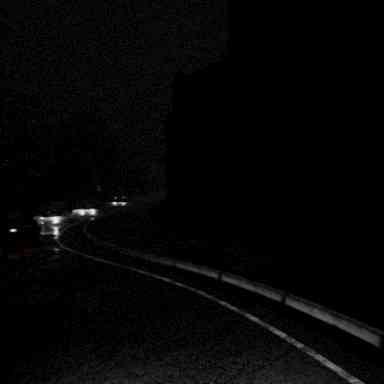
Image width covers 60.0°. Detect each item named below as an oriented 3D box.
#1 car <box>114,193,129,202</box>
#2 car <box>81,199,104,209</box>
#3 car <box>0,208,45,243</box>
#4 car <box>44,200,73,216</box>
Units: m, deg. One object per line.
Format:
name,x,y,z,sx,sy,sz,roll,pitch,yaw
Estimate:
car,-13.679,1.058,64.829,2.097,1.767,4.553,-1,1,1
car,-13.955,1.610,46.757,1.895,1.301,4.718,-1,1,1
car,-8.667,1.714,16.633,1.994,1.385,4.181,-1,-1,-22
car,-14.009,1.632,34.881,1.812,1.442,4.674,-1,2,1
